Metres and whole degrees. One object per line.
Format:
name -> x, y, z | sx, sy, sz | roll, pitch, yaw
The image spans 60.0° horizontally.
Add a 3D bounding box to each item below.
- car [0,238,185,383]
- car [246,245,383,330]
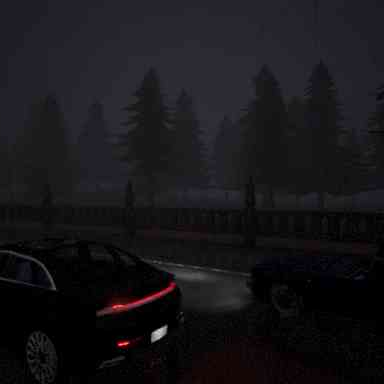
car -> -2.435, 1.516, 5.341 | 4.902, 1.511, 2.128 | 0, 0, 33
car -> 3.388, 1.601, 5.709 | 4.718, 1.301, 1.895 | 0, 0, 35
